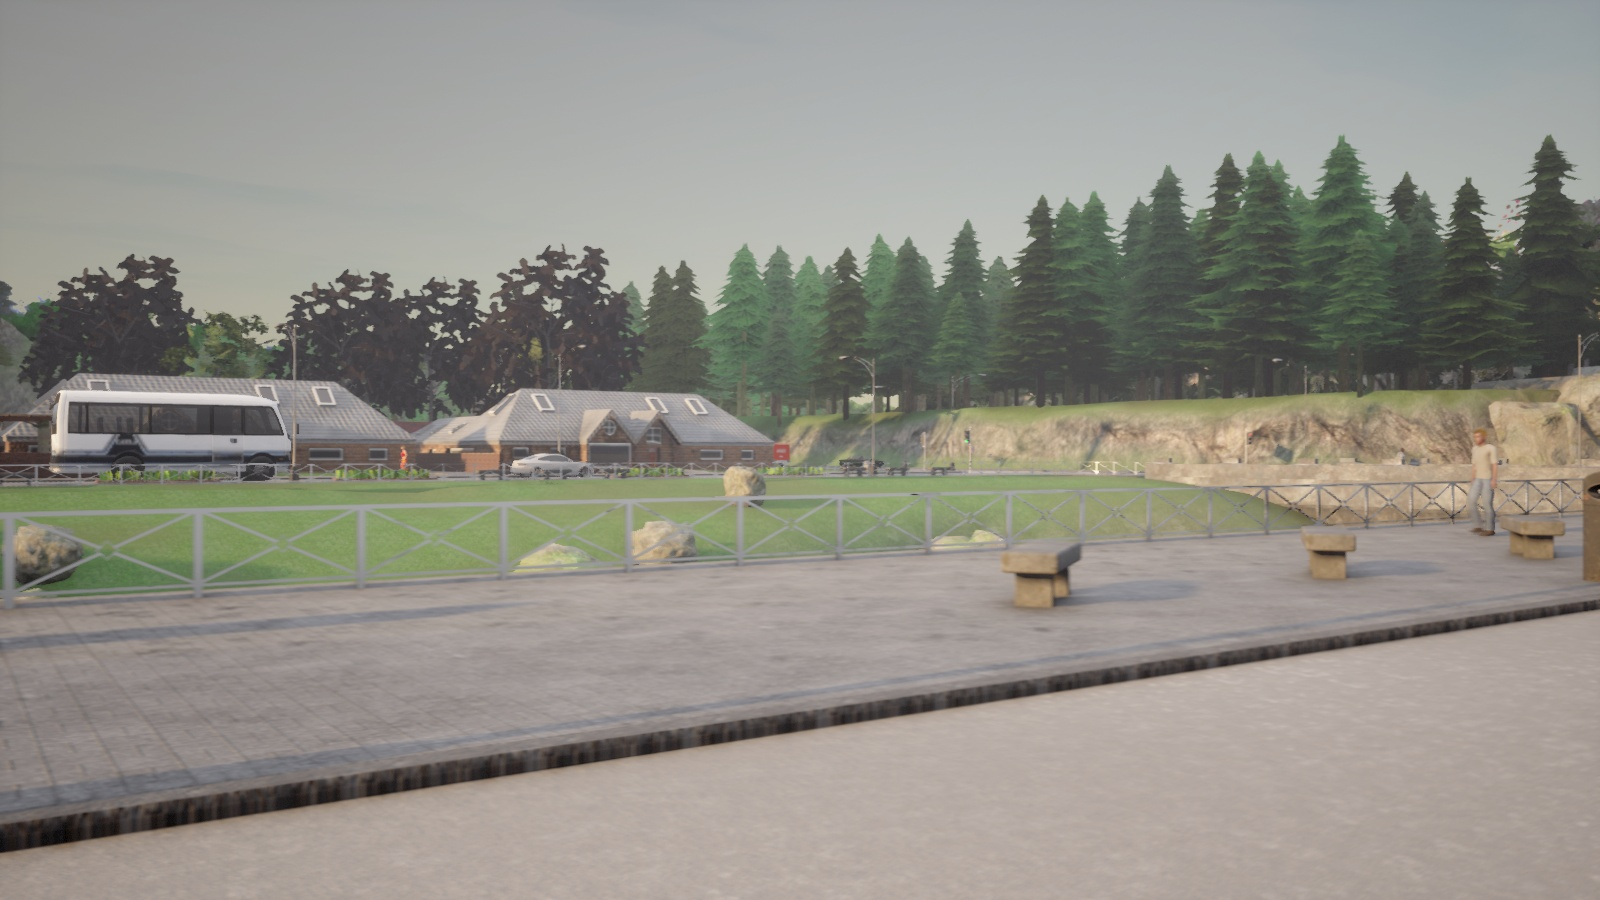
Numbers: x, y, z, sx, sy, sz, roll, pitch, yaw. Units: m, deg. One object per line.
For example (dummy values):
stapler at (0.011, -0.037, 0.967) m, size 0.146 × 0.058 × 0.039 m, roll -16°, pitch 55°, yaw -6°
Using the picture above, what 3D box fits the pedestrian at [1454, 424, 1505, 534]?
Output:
pedestrian at (11.464, 0.482, 21.193) m, size 0.706 × 1.836 × 0.354 m, roll 0°, pitch 0°, yaw -16°

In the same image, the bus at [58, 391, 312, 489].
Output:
bus at (-28.914, -0.425, 59.278) m, size 10.273 × 4.253 × 3.944 m, roll 0°, pitch 0°, yaw -35°

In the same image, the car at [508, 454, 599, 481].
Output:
car at (-13.687, 0.971, 69.866) m, size 4.674 × 1.442 × 1.812 m, roll 0°, pitch 0°, yaw -35°
